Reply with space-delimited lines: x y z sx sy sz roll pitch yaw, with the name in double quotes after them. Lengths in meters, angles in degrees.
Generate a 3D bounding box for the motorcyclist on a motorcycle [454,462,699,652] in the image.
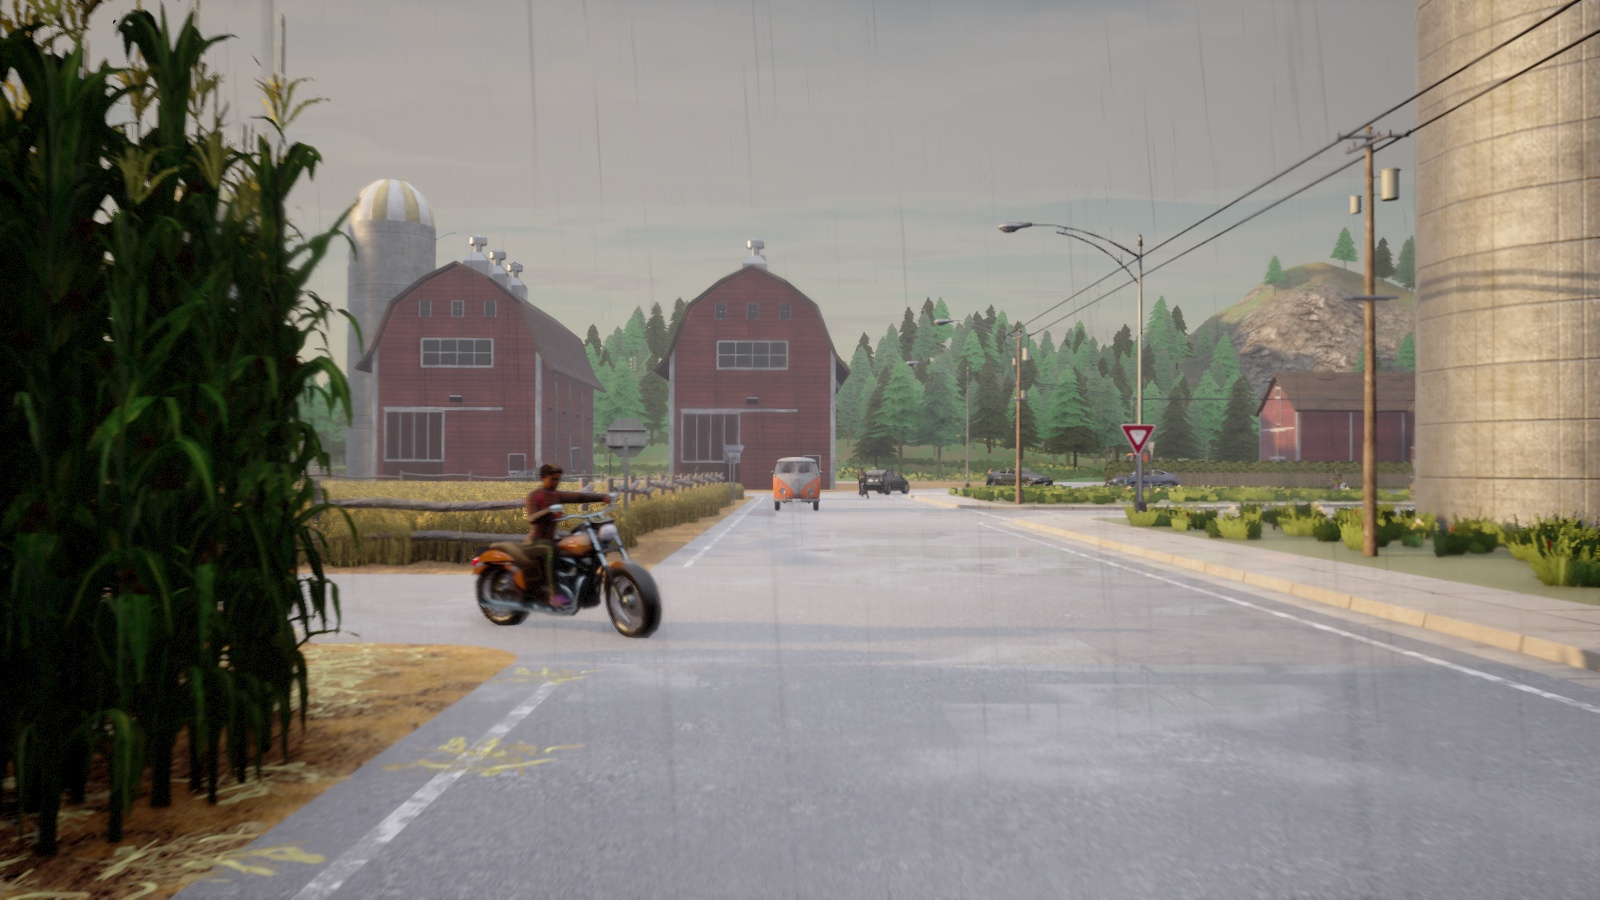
-2.155 0.950 11.963 2.350 1.649 0.766 -1 1 31 "motorcyclist on a motorcycle"

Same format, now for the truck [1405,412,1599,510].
26.743 0.409 45.820 7.936 3.462 2.891 0 -1 -1 "truck"

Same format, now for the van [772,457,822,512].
-0.115 1.279 47.686 1.775 1.987 4.442 0 -1 0 "van"

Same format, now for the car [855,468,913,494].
5.186 1.868 77.125 2.007 1.525 4.514 -1 -1 26 "car"

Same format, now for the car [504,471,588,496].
-15.699 2.045 77.853 4.892 1.490 1.837 0 -1 -3 "car"

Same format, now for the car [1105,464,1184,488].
24.527 1.831 89.525 5.027 1.651 2.152 0 -1 3 "car"

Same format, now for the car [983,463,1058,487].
15.575 1.778 88.965 2.152 1.651 5.027 0 -1 -38 "car"
